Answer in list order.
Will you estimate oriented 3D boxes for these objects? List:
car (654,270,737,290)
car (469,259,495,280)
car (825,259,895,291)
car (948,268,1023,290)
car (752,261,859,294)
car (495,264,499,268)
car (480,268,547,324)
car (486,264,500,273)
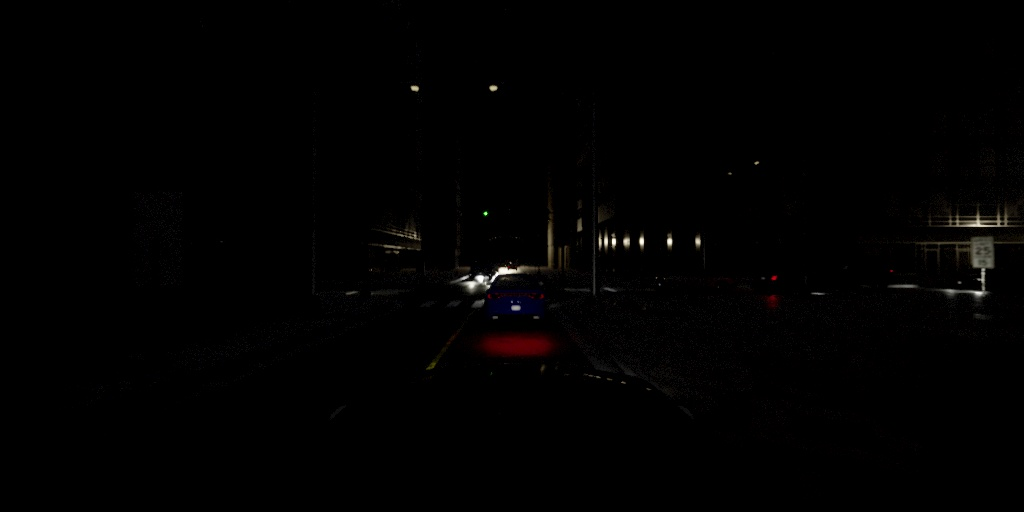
[{"bbox_3d":[12.069,1.590,23.891,4.718,1.301,1.895,0,-1,3],"label":"car"},{"bbox_3d":[-3.071,1.343,36.437,2.150,2.045,5.566,0,-1,-2],"label":"car"},{"bbox_3d":[22.020,1.206,23.897,5.566,2.045,2.150,0,-1,-1],"label":"car"},{"bbox_3d":[32.116,1.496,23.873,4.674,1.442,1.812,0,-1,0],"label":"car"},{"bbox_3d":[16.644,1.301,20.729,4.553,1.767,2.097,0,-1,0],"label":"car"},{"bbox_3d":[-3.055,1.831,46.323,1.895,1.301,4.718,0,-1,0],"label":"car"},{"bbox_3d":[0.109,1.341,12.555,1.882,1.535,5.008,0,-1,0],"label":"car"},{"bbox_3d":[-3.009,1.947,56.579,1.895,1.301,4.718,0,-1,1],"label":"car"}]
